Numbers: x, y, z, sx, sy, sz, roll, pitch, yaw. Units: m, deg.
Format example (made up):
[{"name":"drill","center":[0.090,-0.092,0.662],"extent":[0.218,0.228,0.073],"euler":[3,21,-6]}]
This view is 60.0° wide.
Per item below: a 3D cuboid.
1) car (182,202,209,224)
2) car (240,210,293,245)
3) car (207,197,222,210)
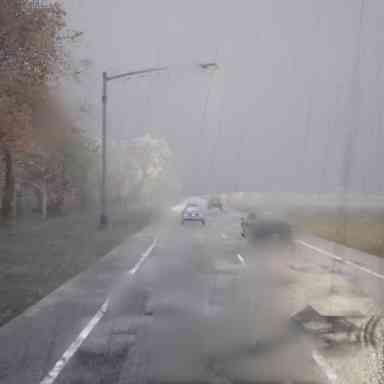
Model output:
[{"name":"car","center":[0.105,1.837,27.578],"extent":[2.033,1.411,5.357],"euler":[0,-1,0]},{"name":"car","center":[3.601,1.685,16.634],"extent":[1.837,1.490,4.892],"euler":[0,0,0]},{"name":"car","center":[3.604,1.769,53.222],"extent":[2.150,2.045,5.566],"euler":[0,0,0]}]
